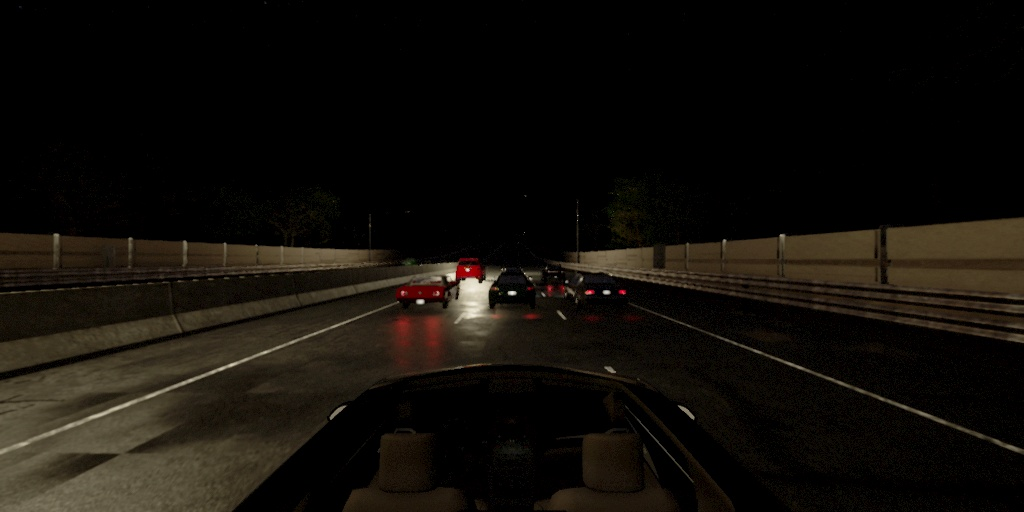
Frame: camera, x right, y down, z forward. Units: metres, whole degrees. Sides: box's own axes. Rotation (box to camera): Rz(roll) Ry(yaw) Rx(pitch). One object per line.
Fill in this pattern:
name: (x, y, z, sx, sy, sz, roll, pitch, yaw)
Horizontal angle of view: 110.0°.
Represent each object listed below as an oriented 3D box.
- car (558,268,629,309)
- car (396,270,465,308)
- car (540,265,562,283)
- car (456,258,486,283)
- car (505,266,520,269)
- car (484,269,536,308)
car: (3.510, 1.424, 15.806, 2.033, 1.411, 5.357, 0, 0, 0)
car: (-3.489, 1.479, 15.926, 1.895, 1.301, 4.718, 0, 0, 0)
car: (3.522, 1.502, 31.136, 2.128, 1.511, 4.902, 0, 0, 0)
car: (-3.481, 1.224, 30.872, 2.150, 2.045, 5.566, 0, 0, 0)
car: (0.022, 1.574, 31.165, 1.994, 1.385, 4.181, 0, 0, 0)
car: (0.015, 1.443, 16.115, 1.994, 1.385, 4.181, 0, 0, 0)
